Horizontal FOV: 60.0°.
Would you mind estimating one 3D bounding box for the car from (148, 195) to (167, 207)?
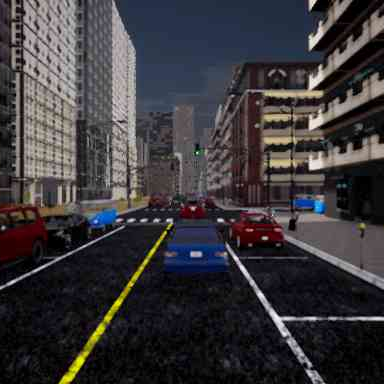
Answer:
[{"bbox_3d":[-5.711,1.439,52.379,2.192,1.841,5.009,0,0,0],"label":"car"}]

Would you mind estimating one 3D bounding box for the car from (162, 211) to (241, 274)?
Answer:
[{"bbox_3d":[0.098,1.568,10.607,2.033,1.411,5.357,0,0,0],"label":"car"}]

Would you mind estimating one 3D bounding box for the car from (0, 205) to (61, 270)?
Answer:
[{"bbox_3d":[-5.698,1.332,8.943,2.192,1.841,5.009,0,0,0],"label":"car"}]

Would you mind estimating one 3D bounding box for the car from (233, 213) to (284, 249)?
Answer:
[{"bbox_3d":[2.682,1.573,14.467,1.887,1.381,4.507,0,0,0],"label":"car"}]

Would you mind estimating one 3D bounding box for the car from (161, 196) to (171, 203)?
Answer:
[{"bbox_3d":[-5.717,1.631,74.489,1.967,1.590,4.097,0,0,0],"label":"car"}]

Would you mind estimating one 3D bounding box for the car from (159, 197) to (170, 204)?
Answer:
[{"bbox_3d":[-5.715,1.739,68.961,1.947,1.339,4.313,0,0,0],"label":"car"}]

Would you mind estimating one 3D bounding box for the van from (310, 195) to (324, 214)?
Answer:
[{"bbox_3d":[13.721,1.220,31.559,3.998,1.788,1.690,-1,1,0],"label":"van"}]

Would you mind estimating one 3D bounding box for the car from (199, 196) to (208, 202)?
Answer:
[{"bbox_3d":[2.662,1.776,80.018,1.947,1.339,4.313,0,0,0],"label":"car"}]

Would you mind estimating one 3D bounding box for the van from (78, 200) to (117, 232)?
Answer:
[{"bbox_3d":[-5.701,1.381,19.989,1.690,1.788,3.998,0,0,0],"label":"van"}]

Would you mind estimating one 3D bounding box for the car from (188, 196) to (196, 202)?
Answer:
[{"bbox_3d":[-0.025,1.765,82.680,1.994,1.385,4.181,0,0,0],"label":"car"}]

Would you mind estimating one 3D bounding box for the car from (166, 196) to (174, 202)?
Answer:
[{"bbox_3d":[-5.720,1.754,85.374,1.752,1.417,4.829,0,0,0],"label":"car"}]

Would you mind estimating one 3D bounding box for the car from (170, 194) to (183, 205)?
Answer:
[{"bbox_3d":[-3.037,1.685,64.663,1.812,1.442,4.674,0,0,0],"label":"car"}]

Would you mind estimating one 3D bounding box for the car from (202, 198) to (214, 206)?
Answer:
[{"bbox_3d":[2.669,1.684,57.907,1.887,1.381,4.507,0,0,0],"label":"car"}]

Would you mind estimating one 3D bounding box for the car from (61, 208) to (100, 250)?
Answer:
[{"bbox_3d":[-5.698,1.594,14.465,1.947,1.339,4.313,0,0,0],"label":"car"}]

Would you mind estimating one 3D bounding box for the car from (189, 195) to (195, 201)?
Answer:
[{"bbox_3d":[-0.027,1.630,92.685,1.812,1.442,4.674,0,0,0],"label":"car"}]

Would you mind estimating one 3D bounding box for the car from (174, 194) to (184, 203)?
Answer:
[{"bbox_3d":[-3.023,1.436,80.109,2.150,2.045,5.566,0,0,0],"label":"car"}]

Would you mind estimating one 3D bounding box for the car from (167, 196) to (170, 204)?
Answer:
[{"bbox_3d":[-5.713,1.700,63.433,1.887,1.381,4.507,0,0,0],"label":"car"}]

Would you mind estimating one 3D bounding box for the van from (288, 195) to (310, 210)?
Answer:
[{"bbox_3d":[13.697,1.199,39.940,3.998,1.788,1.690,-1,1,0],"label":"van"}]

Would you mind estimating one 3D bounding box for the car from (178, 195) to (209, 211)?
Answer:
[{"bbox_3d":[0.093,1.412,28.940,2.097,1.767,4.553,0,0,0],"label":"car"}]

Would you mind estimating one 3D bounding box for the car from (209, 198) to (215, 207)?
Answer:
[{"bbox_3d":[2.670,1.669,52.380,1.887,1.381,4.507,0,0,0],"label":"car"}]
